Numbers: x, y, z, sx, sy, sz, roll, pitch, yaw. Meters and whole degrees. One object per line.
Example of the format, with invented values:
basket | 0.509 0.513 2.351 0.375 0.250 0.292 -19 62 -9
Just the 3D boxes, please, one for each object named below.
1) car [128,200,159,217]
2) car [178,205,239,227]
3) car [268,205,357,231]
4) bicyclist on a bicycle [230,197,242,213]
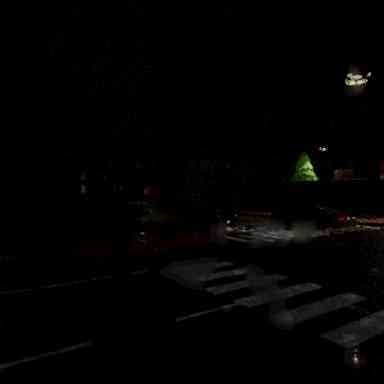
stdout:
car | -4.894 1.514 31.358 1.812 1.442 4.674 0 0 -35
car | 1.053 1.589 22.946 1.895 1.301 4.718 0 0 -35
car | 7.351 1.541 20.793 2.033 1.411 5.357 0 0 -36
bicyclist on a bicycle | 4.425 1.294 33.712 1.656 1.620 0.582 0 0 -35
